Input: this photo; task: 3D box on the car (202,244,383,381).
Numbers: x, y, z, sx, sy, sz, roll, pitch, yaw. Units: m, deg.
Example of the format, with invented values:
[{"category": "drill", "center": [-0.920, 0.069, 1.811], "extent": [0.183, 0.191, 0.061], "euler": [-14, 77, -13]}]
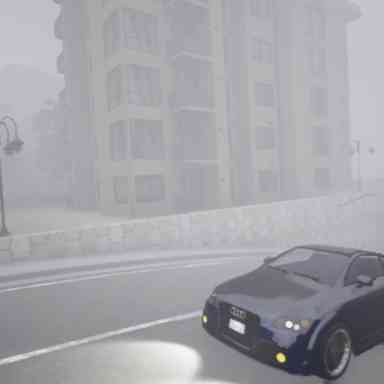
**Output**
[{"category": "car", "center": [2.223, 1.622, 5.568], "extent": [4.181, 1.385, 1.994], "euler": [1, -1, -35]}]
